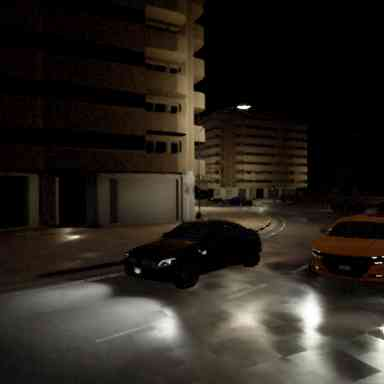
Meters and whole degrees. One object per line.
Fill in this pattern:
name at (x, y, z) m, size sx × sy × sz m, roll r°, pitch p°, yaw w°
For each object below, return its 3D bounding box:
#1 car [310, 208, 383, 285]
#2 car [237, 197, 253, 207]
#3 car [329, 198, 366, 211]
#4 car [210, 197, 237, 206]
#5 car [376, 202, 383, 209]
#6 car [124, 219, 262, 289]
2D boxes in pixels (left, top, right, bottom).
car at (4.973, 1.452, 9.626) m, size 1.882 × 1.535 × 5.008 m, roll 0°, pitch 0°, yaw 37°
car at (7.533, 1.517, 52.008) m, size 1.882 × 1.535 × 5.008 m, roll 0°, pitch 0°, yaw -26°
car at (16.251, 1.393, 34.997) m, size 1.882 × 1.535 × 5.008 m, roll 0°, pitch 0°, yaw -3°
car at (4.389, 1.337, 50.467) m, size 1.895 × 1.301 × 4.718 m, roll 0°, pitch 0°, yaw -26°
car at (19.815, 1.363, 32.220) m, size 1.882 × 1.535 × 5.008 m, roll 0°, pitch 0°, yaw 1°
car at (0.287, 1.536, 9.440) m, size 1.812 × 1.442 × 4.674 m, roll 0°, pitch 0°, yaw 42°
